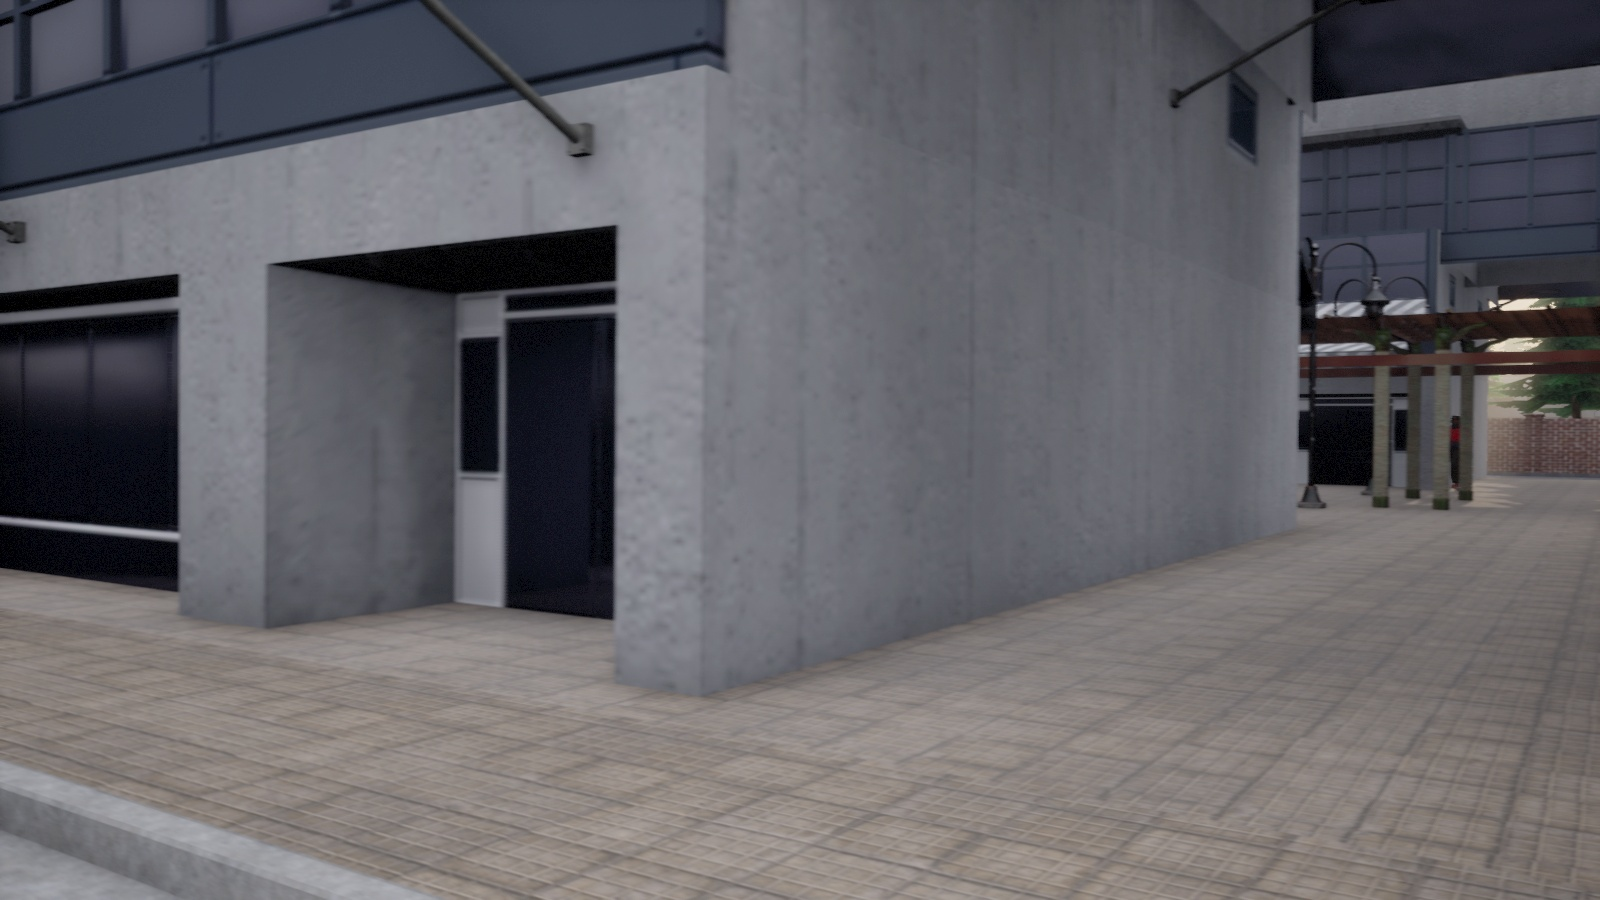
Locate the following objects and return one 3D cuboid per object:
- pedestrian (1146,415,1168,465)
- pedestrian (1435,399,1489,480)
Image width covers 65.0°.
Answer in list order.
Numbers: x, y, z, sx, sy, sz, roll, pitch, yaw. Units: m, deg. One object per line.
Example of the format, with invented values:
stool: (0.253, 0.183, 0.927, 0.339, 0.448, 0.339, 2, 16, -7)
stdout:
pedestrian: (13.872, -0.399, 48.778, 0.692, 1.930, 0.395, 0, 1, 38)
pedestrian: (15.293, -0.243, 29.031, 0.899, 1.844, 0.634, -1, 1, -13)
